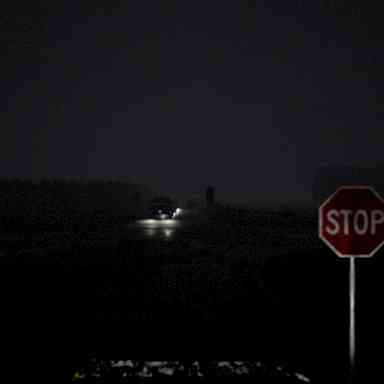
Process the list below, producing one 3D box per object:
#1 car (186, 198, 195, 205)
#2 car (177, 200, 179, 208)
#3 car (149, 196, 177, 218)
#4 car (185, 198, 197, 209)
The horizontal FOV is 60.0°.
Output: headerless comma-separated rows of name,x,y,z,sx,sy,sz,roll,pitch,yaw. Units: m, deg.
car,-0.302,2.146,74.754,2.033,1.411,5.357,0,-1,0
car,-3.023,1.880,43.145,1.994,1.385,4.181,0,0,-1
car,-2.958,1.455,32.967,2.150,2.045,5.566,0,0,-1
car,-0.119,1.906,54.175,2.128,1.511,4.902,0,-1,0
